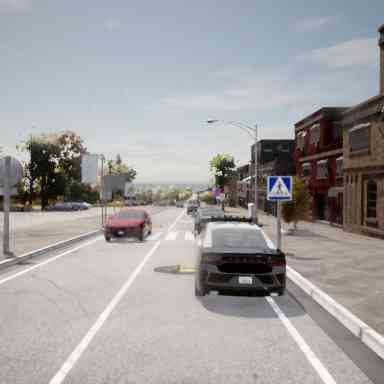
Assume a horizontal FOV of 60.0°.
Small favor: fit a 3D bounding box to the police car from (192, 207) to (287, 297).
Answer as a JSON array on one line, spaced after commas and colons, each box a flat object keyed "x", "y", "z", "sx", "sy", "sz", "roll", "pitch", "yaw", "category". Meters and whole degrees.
[{"x": 1.026, "y": 1.452, "z": 8.861, "sx": 1.930, "sy": 1.638, "sz": 5.238, "roll": 1, "pitch": 0, "yaw": 0, "category": "police car"}]

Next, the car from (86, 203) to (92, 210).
[{"x": -21.621, "y": 2.634, "z": 60.995, "sx": 5.008, "sy": 1.535, "sz": 2.097, "roll": 0, "pitch": -1, "yaw": 0, "category": "car"}]

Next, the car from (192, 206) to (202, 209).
[{"x": 1.051, "y": 1.715, "z": 18.771, "sx": 1.837, "sy": 1.490, "sz": 4.892, "roll": 0, "pitch": -1, "yaw": 0, "category": "car"}]

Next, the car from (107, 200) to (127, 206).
[{"x": -21.385, "y": 3.378, "z": 92.619, "sx": 5.008, "sy": 1.535, "sz": 2.097, "roll": 0, "pitch": -1, "yaw": 0, "category": "car"}]

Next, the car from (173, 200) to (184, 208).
[{"x": -2.804, "y": 3.086, "z": 78.171, "sx": 1.837, "sy": 1.490, "sz": 4.892, "roll": 0, "pitch": -1, "yaw": 0, "category": "car"}]

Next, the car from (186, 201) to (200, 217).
[{"x": 0.256, "y": 2.359, "z": 46.538, "sx": 1.837, "sy": 1.490, "sz": 4.892, "roll": 0, "pitch": -1, "yaw": 1, "category": "car"}]

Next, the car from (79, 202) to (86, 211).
[{"x": -21.633, "y": 2.559, "z": 57.722, "sx": 4.892, "sy": 1.521, "sz": 2.231, "roll": 0, "pitch": -1, "yaw": 0, "category": "car"}]

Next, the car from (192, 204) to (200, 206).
[{"x": 1.084, "y": 1.853, "z": 24.775, "sx": 1.837, "sy": 1.490, "sz": 4.892, "roll": 0, "pitch": -1, "yaw": 0, "category": "car"}]

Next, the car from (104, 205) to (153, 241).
[{"x": -3.276, "y": 1.664, "z": 17.852, "sx": 1.882, "sy": 1.535, "sz": 5.008, "roll": 0, "pitch": -1, "yaw": 0, "category": "car"}]

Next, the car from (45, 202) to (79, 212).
[{"x": -21.659, "y": 2.521, "z": 54.446, "sx": 4.674, "sy": 1.452, "sz": 2.002, "roll": 0, "pitch": -1, "yaw": 0, "category": "car"}]
